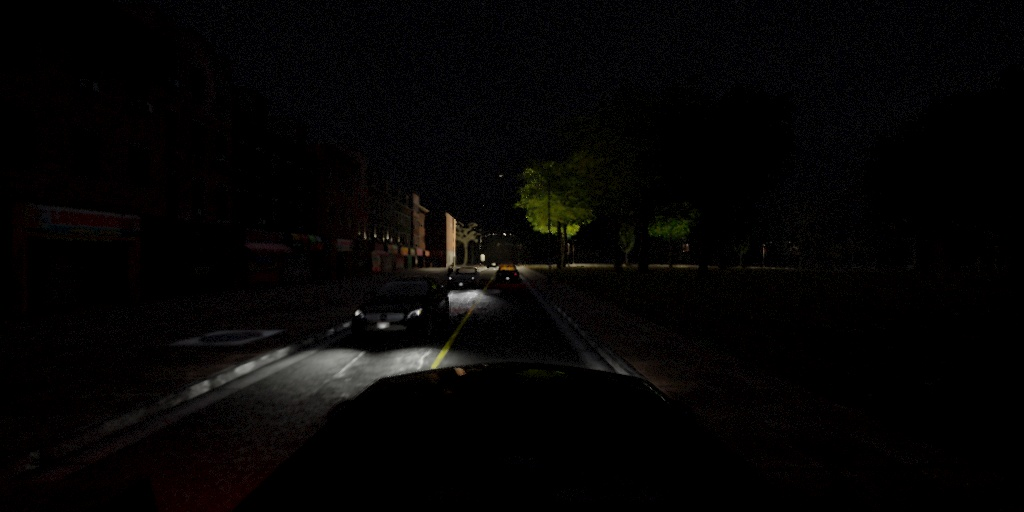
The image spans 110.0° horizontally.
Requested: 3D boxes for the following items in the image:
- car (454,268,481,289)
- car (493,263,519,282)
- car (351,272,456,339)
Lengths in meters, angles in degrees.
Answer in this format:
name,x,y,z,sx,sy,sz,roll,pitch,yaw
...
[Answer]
name,x,y,z,sx,sy,sz,roll,pitch,yaw
car,-3.208,1.489,24.692,1.895,1.301,4.718,0,0,-1
car,-0.387,1.502,30.740,1.895,1.301,4.718,0,0,-1
car,-2.972,1.330,10.495,1.812,1.442,4.674,0,0,-1
